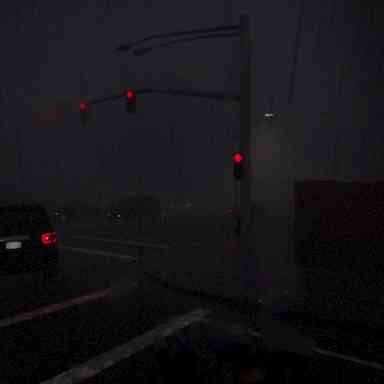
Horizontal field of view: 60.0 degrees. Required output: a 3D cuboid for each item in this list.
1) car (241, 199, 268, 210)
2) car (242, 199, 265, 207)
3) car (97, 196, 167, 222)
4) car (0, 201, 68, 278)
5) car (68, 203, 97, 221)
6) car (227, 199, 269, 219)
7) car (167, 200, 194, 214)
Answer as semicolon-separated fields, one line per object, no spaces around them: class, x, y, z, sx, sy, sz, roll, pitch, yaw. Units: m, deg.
car;9.058;1.766;47.820;1.895;1.301;4.718;-1;0;36
car;10.276;1.807;55.385;1.895;1.301;4.718;-1;0;36
car;-4.960;1.381;28.462;2.150;2.045;5.566;-1;1;36
car;-5.433;1.305;9.814;2.150;2.045;5.566;-1;1;-32
car;-9.855;1.686;27.652;2.128;1.511;4.902;-1;0;36
car;5.197;1.655;30.250;2.033;1.411;5.357;-1;0;36
car;-1.585;1.720;39.091;1.812;1.442;4.674;-1;0;36
